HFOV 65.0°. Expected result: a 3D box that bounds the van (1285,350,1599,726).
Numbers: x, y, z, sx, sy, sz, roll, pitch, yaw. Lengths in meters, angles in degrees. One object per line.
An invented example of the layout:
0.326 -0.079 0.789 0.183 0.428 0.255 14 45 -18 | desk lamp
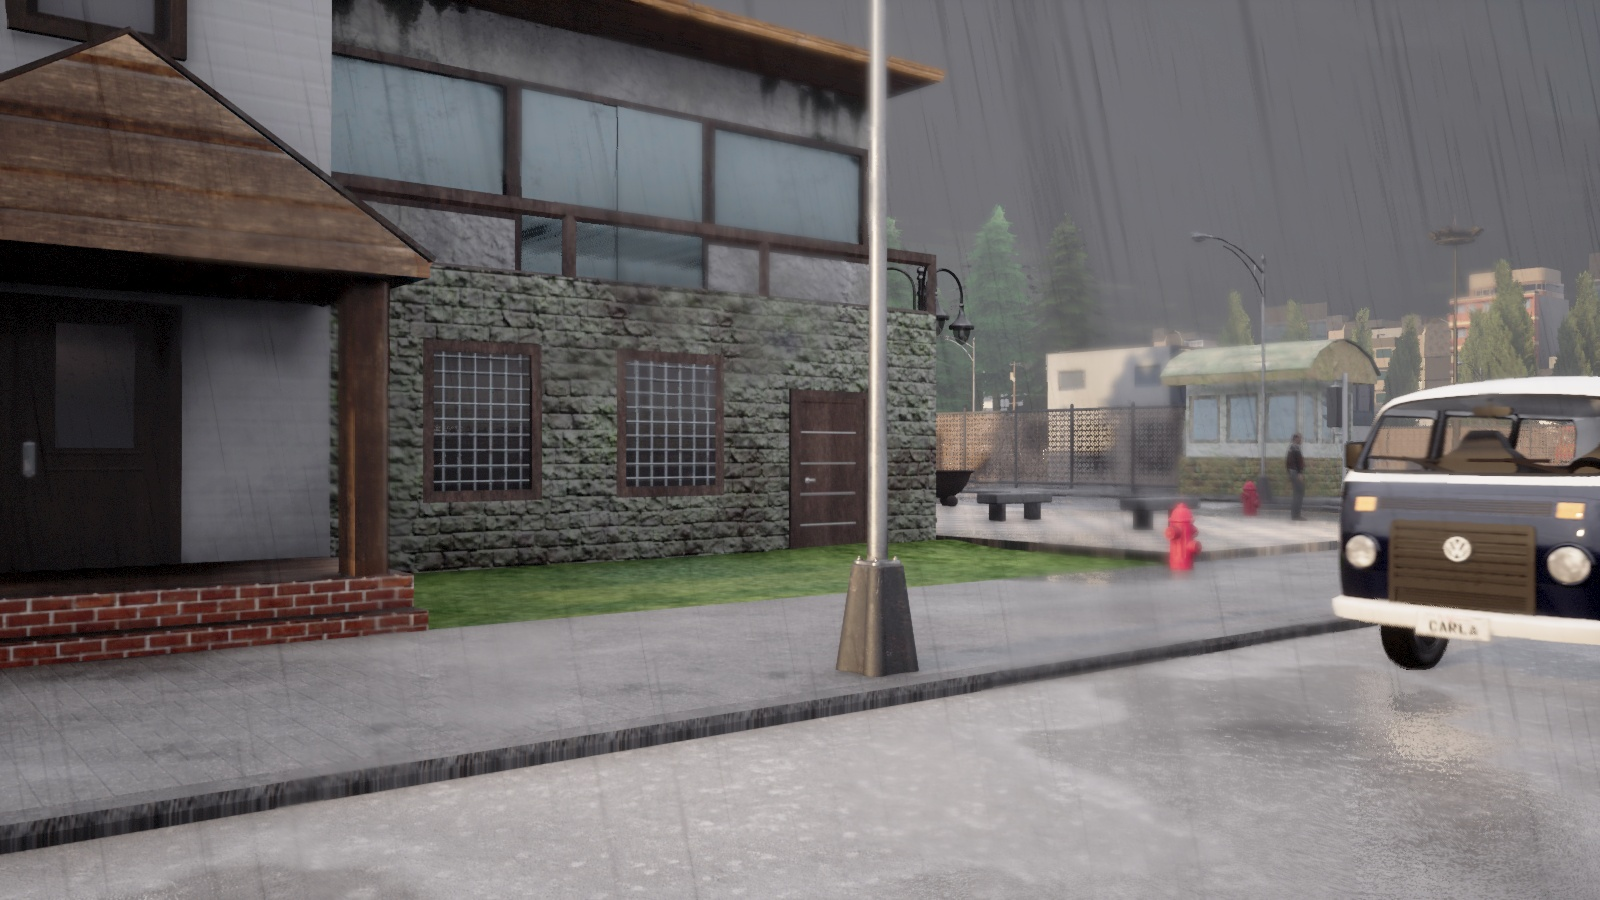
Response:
5.587 0.478 8.820 4.480 2.038 2.069 0 0 -38 | van

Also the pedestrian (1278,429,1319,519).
10.351 0.493 26.090 0.720 1.854 0.376 0 0 8 | pedestrian
